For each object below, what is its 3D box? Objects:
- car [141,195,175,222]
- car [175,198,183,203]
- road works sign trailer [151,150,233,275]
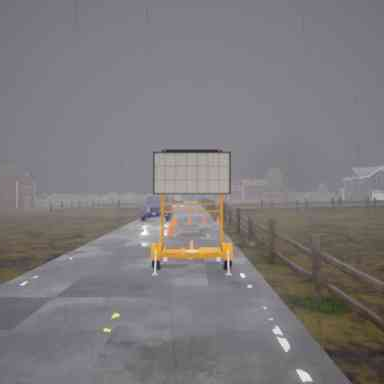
[{"bbox_3d":[-2.855,1.314,27.661,2.150,2.045,5.566,0,0,0],"label":"car"},{"bbox_3d":[-2.768,1.904,68.143,1.882,1.535,5.008,0,-1,0],"label":"car"},{"bbox_3d":[-0.002,0.479,10.435,2.380,3.560,2.880,0,0,0],"label":"road works sign trailer"}]
